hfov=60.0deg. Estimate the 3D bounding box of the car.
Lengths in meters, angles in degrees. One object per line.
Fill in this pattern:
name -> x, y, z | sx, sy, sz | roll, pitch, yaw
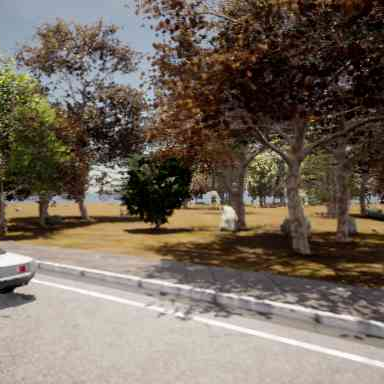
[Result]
car -> -5.771, 1.634, 7.508 | 4.718, 1.301, 1.895 | 0, 0, 31
